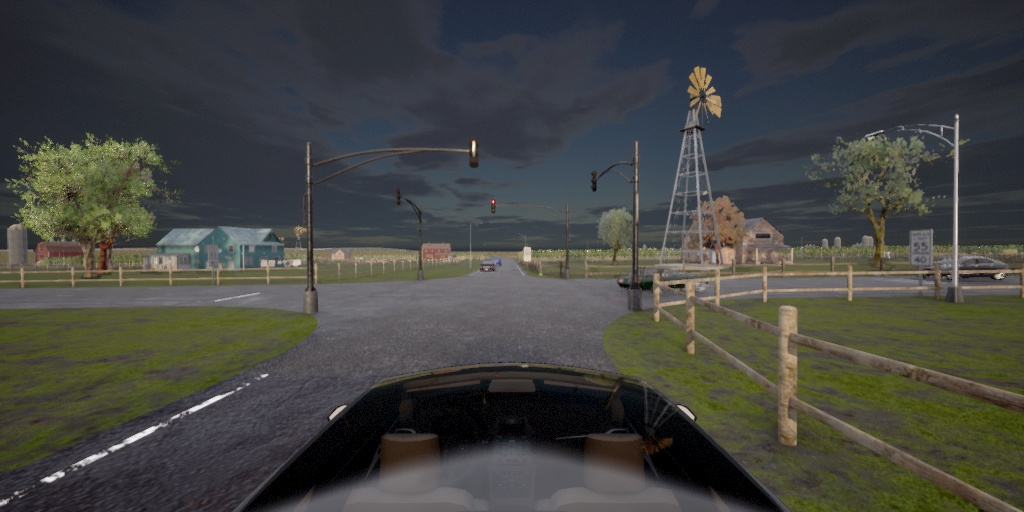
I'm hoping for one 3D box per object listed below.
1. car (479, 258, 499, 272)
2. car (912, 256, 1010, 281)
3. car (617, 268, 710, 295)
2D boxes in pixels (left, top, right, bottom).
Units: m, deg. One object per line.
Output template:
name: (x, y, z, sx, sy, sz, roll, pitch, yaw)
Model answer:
car: (-3.061, 1.268, 45.668, 2.033, 1.411, 5.357, 0, 0, 0)
car: (28.761, 0.798, 23.061, 4.892, 1.490, 1.837, -1, 1, 0)
car: (7.972, 1.254, 18.724, 4.718, 1.301, 1.895, -1, 1, -23)
